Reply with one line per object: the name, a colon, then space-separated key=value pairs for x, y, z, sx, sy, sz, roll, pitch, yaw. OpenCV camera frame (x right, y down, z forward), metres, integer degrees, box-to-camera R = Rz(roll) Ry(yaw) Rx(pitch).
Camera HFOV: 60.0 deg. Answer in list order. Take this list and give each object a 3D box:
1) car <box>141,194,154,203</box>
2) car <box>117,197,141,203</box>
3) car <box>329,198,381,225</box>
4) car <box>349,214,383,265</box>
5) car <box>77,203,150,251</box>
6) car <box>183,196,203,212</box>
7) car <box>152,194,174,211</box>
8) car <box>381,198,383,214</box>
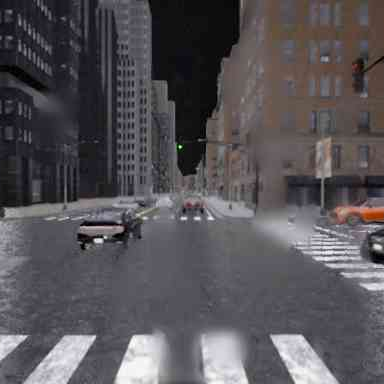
car: x=-6.575 y=1.325 z=43.325 sx=2.033 sy=1.411 sz=5.357 roll=0 pitch=0 yaw=0
car: x=-6.579 y=1.428 z=32.976 sx=1.895 sy=1.301 sz=4.718 roll=0 pitch=0 yaw=0
car: x=10.807 y=1.128 z=20.270 sx=4.553 sy=1.767 sz=2.097 roll=0 pitch=0 yaw=1
car: x=7.009 y=1.444 z=9.333 sx=4.181 sy=1.385 sz=1.994 roll=0 pitch=0 yaw=-9
car: x=-3.159 y=1.413 z=13.653 sx=2.128 sy=1.511 sz=4.902 roll=0 pitch=0 yaw=0
car: x=0.099 y=1.165 z=35.759 sx=2.097 sy=1.767 sz=4.553 roll=0 pitch=0 yaw=0
car: x=-3.139 y=1.327 z=38.189 sx=1.812 sy=1.442 sz=4.674 roll=0 pitch=0 yaw=0
car: x=13.223 y=1.005 z=17.002 sx=5.566 sy=2.045 sz=2.150 roll=0 pitch=0 yaw=1
